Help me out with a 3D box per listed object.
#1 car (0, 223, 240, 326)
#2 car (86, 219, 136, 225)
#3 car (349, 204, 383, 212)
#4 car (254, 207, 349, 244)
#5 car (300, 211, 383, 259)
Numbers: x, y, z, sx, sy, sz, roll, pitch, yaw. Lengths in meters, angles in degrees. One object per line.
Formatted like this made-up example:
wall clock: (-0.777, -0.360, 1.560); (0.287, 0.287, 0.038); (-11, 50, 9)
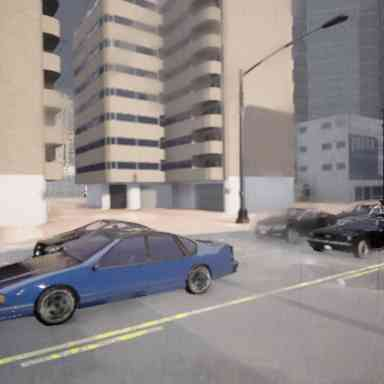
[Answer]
car: (-1.416, 1.556, 7.269); (5.357, 1.411, 2.033); (0, 0, -35)
car: (-2.754, 1.575, 10.619); (4.181, 1.385, 1.994); (0, 0, -35)
car: (10.326, 1.504, 19.829); (4.902, 1.511, 2.128); (-1, 0, -35)
car: (5.163, 1.525, 16.225); (4.902, 1.511, 2.128); (0, 0, -35)
car: (6.568, 1.633, 12.932); (4.718, 1.301, 1.895); (0, 0, -35)
